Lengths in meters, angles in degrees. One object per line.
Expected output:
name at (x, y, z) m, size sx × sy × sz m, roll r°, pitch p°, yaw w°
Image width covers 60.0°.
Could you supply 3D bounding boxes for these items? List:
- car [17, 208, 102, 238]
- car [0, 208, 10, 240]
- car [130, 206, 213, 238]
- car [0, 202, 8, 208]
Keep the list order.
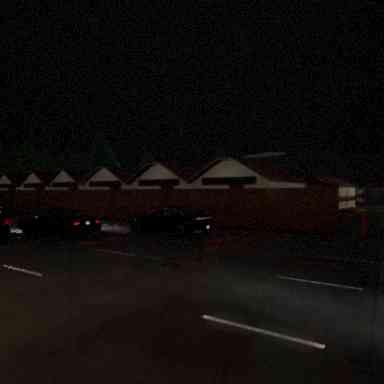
car at (-7.151, 1.567, 17.728) m, size 5.357 × 1.411 × 2.033 m, roll 0°, pitch 0°, yaw 35°
car at (-10.489, 1.585, 15.796) m, size 4.181 × 1.385 × 1.994 m, roll 0°, pitch 0°, yaw 35°
car at (-1.192, 1.506, 17.819) m, size 4.902 × 1.511 × 2.128 m, roll 0°, pitch 0°, yaw 35°
car at (-18.375, 1.531, 29.891) m, size 4.902 × 1.511 × 2.128 m, roll 0°, pitch 0°, yaw 35°
